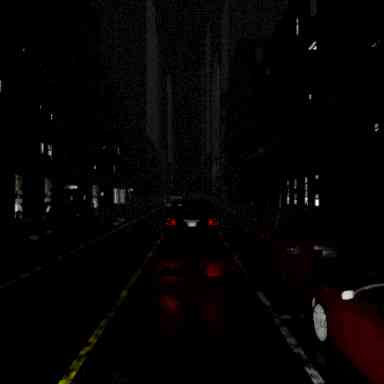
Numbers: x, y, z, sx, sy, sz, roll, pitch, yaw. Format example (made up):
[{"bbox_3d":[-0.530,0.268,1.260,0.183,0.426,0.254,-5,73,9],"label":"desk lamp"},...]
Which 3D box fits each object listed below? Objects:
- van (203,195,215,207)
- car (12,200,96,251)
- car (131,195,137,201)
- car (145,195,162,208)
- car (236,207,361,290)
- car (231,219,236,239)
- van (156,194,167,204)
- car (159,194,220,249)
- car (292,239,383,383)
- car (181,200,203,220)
[{"bbox_3d":[2.708,1.350,53.268,1.690,1.788,3.998,1,0,0],"label":"van"},{"bbox_3d":[-5.672,1.317,14.433,2.192,1.841,5.009,1,0,0],"label":"car"},{"bbox_3d":[-16.491,1.511,86.942,4.097,1.590,1.967,0,-1,0],"label":"car"},{"bbox_3d":[-5.643,1.559,47.675,2.008,1.369,4.403,1,0,0],"label":"car"},{"bbox_3d":[2.709,1.315,8.945,2.192,1.841,5.009,1,0,0],"label":"car"},{"bbox_3d":[2.704,1.584,14.485,1.802,1.307,4.206,1,0,0],"label":"car"},{"bbox_3d":[-5.809,1.352,64.296,1.690,1.788,3.998,1,0,0],"label":"van"},{"bbox_3d":[0.000,1.260,14.685,2.150,2.045,5.566,0,0,0],"label":"car"},{"bbox_3d":[2.704,1.543,3.404,1.887,1.381,4.507,1,0,0],"label":"car"},{"bbox_3d":[0.000,1.522,29.655,1.837,1.490,4.892,0,0,0],"label":"car"}]
